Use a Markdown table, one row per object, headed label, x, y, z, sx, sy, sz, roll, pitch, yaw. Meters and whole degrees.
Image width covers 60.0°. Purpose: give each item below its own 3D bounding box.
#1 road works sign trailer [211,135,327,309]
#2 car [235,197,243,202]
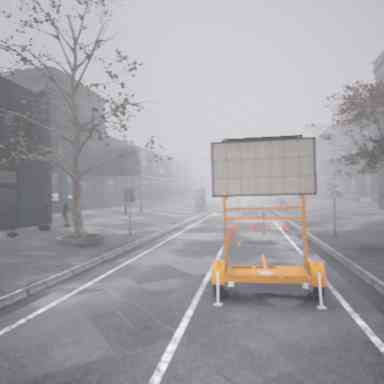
| label | x | y | z | sx | sy | sz | roll | pitch | yaw |
| --- | --- | --- | --- | --- | --- | --- | --- | --- | --- |
| road works sign trailer | 1.705 | 0.495 | 7.958 | 2.380 | 3.560 | 2.880 | -2 | -1 | 10 |
| car | 12.155 | 1.689 | 85.267 | 1.812 | 1.442 | 4.674 | -2 | 0 | 10 |
